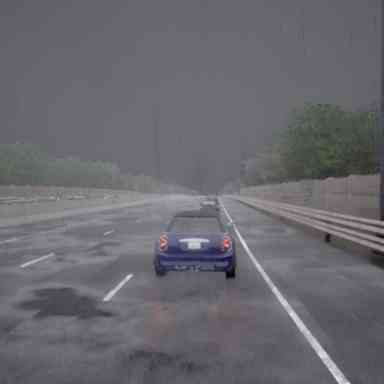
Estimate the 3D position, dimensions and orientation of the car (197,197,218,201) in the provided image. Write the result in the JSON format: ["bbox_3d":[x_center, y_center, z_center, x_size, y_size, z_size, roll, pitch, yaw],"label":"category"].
[{"bbox_3d":[1.666,1.470,32.233,1.812,1.442,4.674,0,0,4],"label":"car"}]

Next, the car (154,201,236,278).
[{"bbox_3d":[0.199,1.331,10.295,2.097,1.767,4.553,0,0,4],"label":"car"}]

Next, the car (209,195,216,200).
[{"bbox_3d":[5.447,1.411,88.715,1.812,1.442,4.674,0,0,4],"label":"car"}]

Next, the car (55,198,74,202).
[{"bbox_3d":[-15.419,1.442,40.299,2.033,1.411,5.357,0,0,4],"label":"car"}]

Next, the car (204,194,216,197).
[{"bbox_3d":[3.476,1.218,59.252,2.097,1.767,4.553,0,0,4],"label":"car"}]

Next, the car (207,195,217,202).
[{"bbox_3d":[4.326,1.391,71.955,1.994,1.385,4.181,0,0,4],"label":"car"}]

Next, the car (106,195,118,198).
[{"bbox_3d":[-14.107,1.360,58.597,1.882,1.535,5.008,0,0,4],"label":"car"}]
